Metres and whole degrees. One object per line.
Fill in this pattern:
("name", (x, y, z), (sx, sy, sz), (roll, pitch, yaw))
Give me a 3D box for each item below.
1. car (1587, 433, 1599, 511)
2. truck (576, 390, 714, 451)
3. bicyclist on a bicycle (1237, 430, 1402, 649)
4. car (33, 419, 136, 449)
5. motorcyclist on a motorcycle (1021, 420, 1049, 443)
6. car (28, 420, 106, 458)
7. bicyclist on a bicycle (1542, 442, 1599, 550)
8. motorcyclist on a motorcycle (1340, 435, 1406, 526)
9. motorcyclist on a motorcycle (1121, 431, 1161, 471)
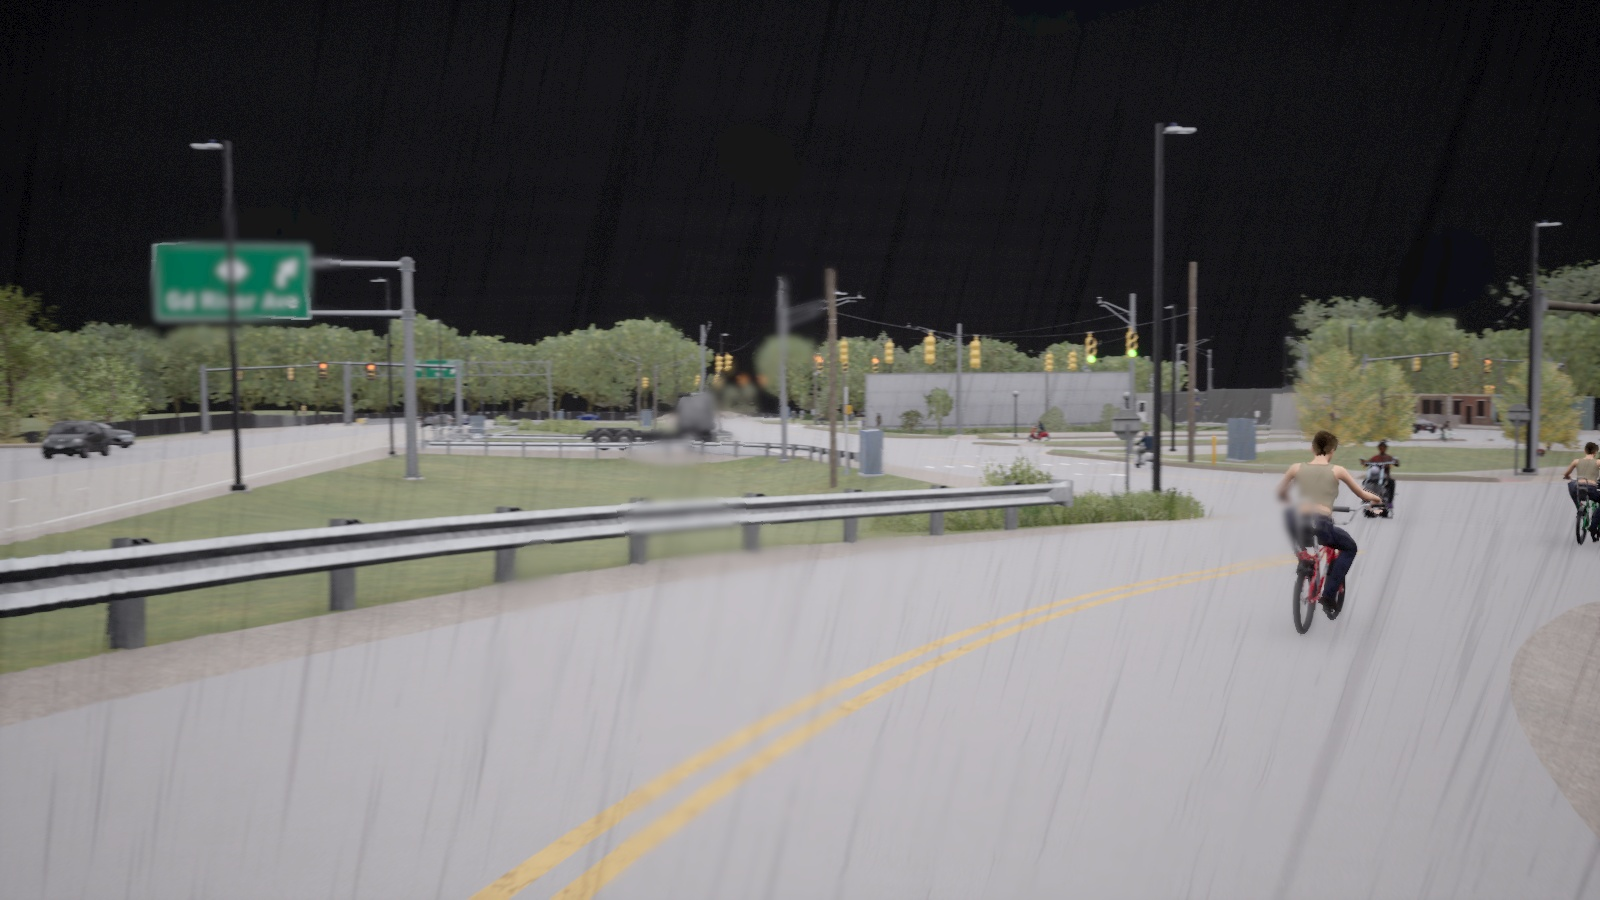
("car", (21.271, 0.556, 31.313), (1.932, 1.855, 4.605), (4, 3, 42))
("truck", (-9.193, -1.738, 74.232), (7.936, 3.462, 2.891), (0, 2, -10))
("bicyclist on a bicycle", (4.239, 0.655, 10.197), (0.866, 1.612, 1.509), (2, 2, 35))
("car", (-39.991, -0.924, 70.207), (4.856, 1.649, 2.033), (0, 2, 11))
("motorcyclist on a motorcycle", (17.134, -1.358, 91.687), (1.817, 1.590, 0.866), (-1, 2, -16))
("car", (-33.261, -0.528, 57.095), (1.851, 1.617, 3.988), (-1, 2, -11))
("bicyclist on a bicycle", (12.418, 0.698, 19.800), (0.866, 1.612, 1.509), (3, 2, 44))
("motorcyclist on a motorcycle", (11.426, 0.632, 24.989), (0.766, 1.649, 2.350), (1, -4, 34))
("motorcyclist on a motorcycle", (14.027, 0.028, 51.730), (0.866, 1.590, 1.817), (-1, 1, -12))
